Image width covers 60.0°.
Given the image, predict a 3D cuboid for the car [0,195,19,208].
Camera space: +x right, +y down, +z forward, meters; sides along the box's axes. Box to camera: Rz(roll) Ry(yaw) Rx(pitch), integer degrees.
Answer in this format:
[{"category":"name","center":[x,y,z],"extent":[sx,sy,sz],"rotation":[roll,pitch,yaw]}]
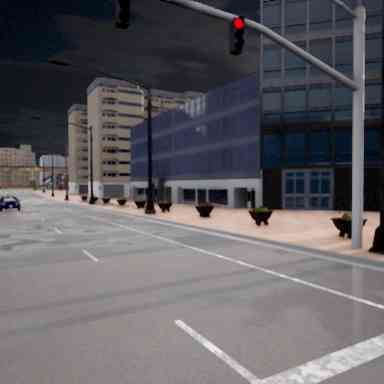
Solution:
[{"category":"car","center":[-24.486,1.177,44.423],"extent":[2.128,1.511,4.902],"rotation":[-1,1,-30]}]

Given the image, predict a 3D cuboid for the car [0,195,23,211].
[{"category":"car","center":[-19.298,1.249,35.415],"extent":[1.812,1.442,4.674],"rotation":[-1,1,-29]}]
